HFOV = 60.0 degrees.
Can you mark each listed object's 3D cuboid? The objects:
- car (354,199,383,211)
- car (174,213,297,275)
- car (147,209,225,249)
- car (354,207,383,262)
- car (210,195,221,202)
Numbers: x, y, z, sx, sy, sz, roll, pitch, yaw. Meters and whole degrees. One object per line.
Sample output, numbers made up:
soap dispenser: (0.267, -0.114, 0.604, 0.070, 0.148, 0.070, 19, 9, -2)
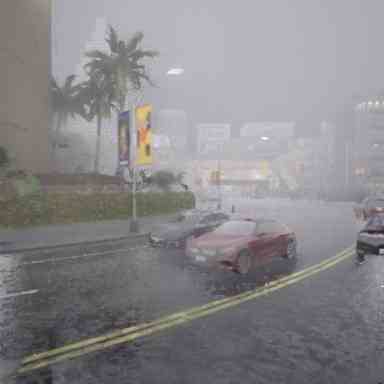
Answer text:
car: (14.591, 1.322, 26.912, 2.097, 1.767, 4.553, 0, 0, 16)
car: (1.781, 1.544, 10.762, 1.812, 1.442, 4.674, 0, 0, 42)
car: (0.226, 1.544, 14.228, 1.837, 1.490, 4.892, 0, 0, 39)
car: (6.989, 1.474, 11.316, 2.128, 1.511, 4.902, 0, 0, 38)
car: (6.111, 1.660, 82.602, 2.097, 1.535, 5.008, 0, 0, -1)
